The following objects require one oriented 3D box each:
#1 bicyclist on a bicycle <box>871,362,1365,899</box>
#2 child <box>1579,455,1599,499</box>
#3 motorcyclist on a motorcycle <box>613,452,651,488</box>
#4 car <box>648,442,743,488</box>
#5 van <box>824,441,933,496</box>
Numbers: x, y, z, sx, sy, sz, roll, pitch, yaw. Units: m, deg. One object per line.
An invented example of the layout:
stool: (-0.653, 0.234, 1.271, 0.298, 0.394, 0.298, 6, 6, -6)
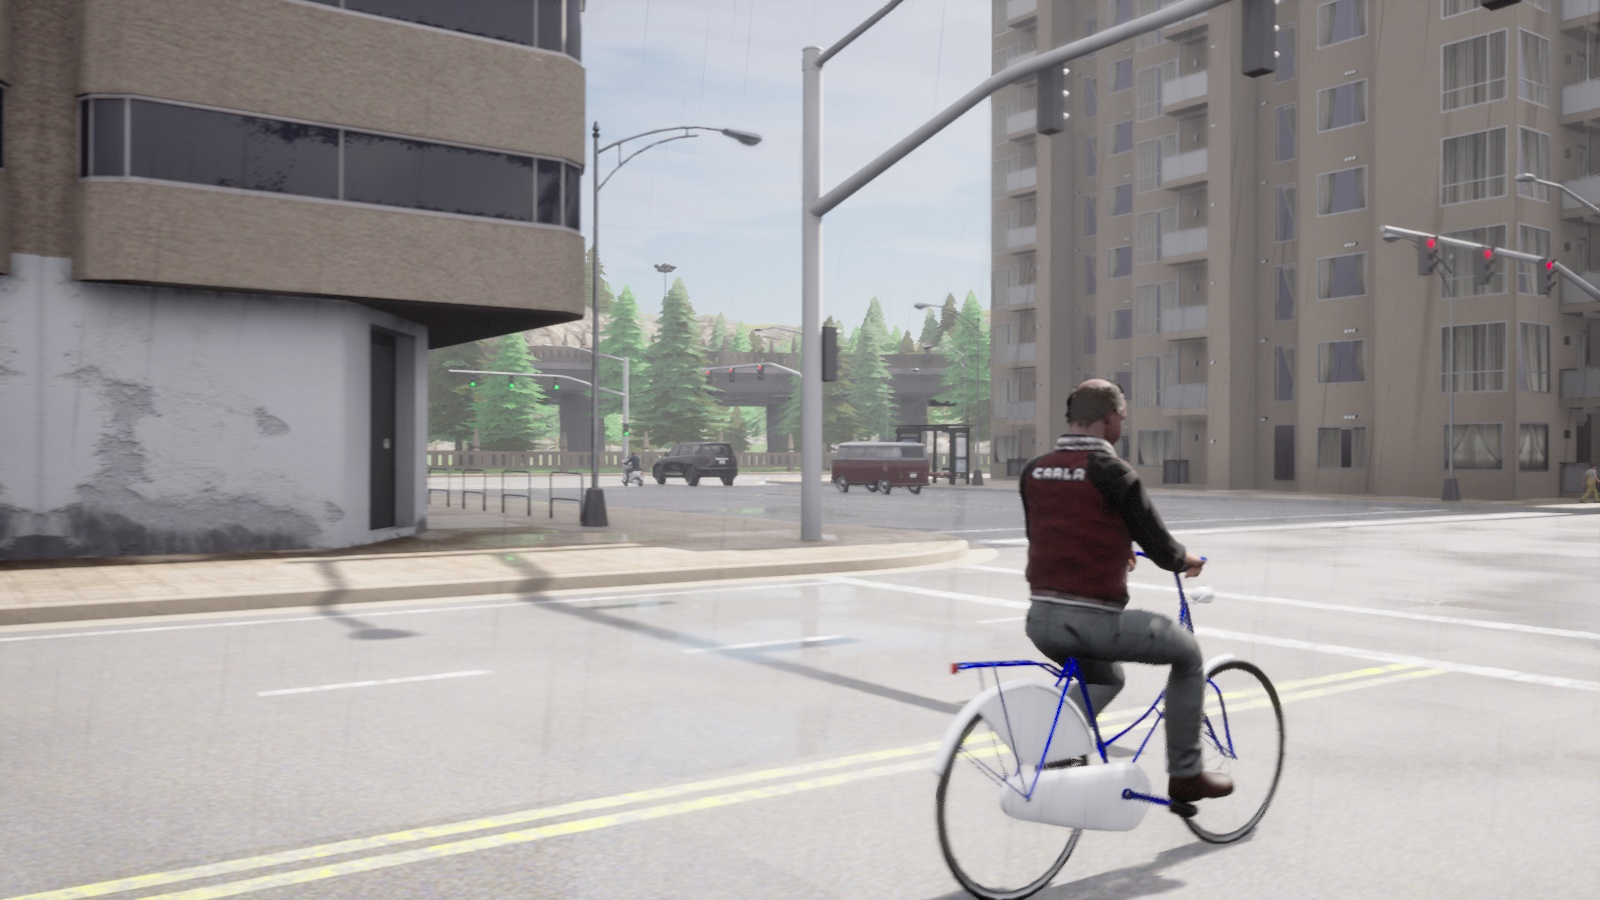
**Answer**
bicyclist on a bicycle: (1.186, 0.630, 4.485, 1.843, 1.776, 0.659, 0, 0, -35)
child: (22.997, 0.791, 36.589, 0.437, 1.263, 0.270, 0, 0, -1)
motorcyclist on a motorcycle: (-7.573, 0.896, 56.514, 0.866, 1.590, 1.817, 0, 0, -38)
car: (-4.995, 0.668, 59.242, 2.150, 2.045, 5.566, 0, 0, -32)
van: (2.938, 0.660, 47.855, 1.775, 1.987, 4.442, 0, 0, -35)
